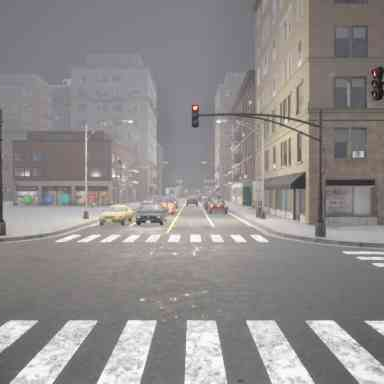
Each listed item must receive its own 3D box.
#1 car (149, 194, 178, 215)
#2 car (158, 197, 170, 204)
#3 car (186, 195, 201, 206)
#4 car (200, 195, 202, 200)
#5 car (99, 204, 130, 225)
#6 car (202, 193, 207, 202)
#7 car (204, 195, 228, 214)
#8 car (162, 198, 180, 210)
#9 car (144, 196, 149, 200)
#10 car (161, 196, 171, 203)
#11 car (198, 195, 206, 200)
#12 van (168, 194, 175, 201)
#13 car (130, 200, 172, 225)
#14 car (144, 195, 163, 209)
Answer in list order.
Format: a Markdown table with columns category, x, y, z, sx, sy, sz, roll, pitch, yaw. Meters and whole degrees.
| category | x | y | z | sx | sy | sz | roll | pitch | yaw |
| --- | --- | --- | --- | --- | --- | --- | --- | --- | --- |
| car | -2.823 | 1.354 | 33.831 | 2.097 | 1.767 | 4.553 | 0 | 0 | 0 |
| car | -5.333 | 1.587 | 63.706 | 1.802 | 1.307 | 4.206 | 0 | 0 | 0 |
| car | 0.047 | 1.509 | 54.009 | 1.837 | 1.490 | 4.892 | 0 | 0 | 0 |
| car | 2.682 | 1.530 | 52.544 | 1.752 | 1.417 | 4.829 | 0 | 0 | 0 |
| car | -5.368 | 1.526 | 23.902 | 1.752 | 1.417 | 4.829 | 0 | 0 | 0 |
| car | 2.672 | 1.318 | 41.050 | 2.192 | 1.841 | 5.009 | 0 | 0 | 0 |
| car | 2.667 | 1.442 | 35.388 | 1.967 | 1.590 | 4.097 | 0 | 0 | 0 |
| car | -2.803 | 1.551 | 44.941 | 2.033 | 1.411 | 5.357 | 0 | 0 | 0 |
| car | -5.353 | 1.553 | 41.058 | 2.008 | 1.369 | 4.403 | 0 | 0 | 0 |
| car | -5.328 | 1.532 | 69.197 | 1.752 | 1.417 | 4.829 | 0 | 0 | 0 |
| car | 2.717 | 1.577 | 92.008 | 1.947 | 1.339 | 4.313 | 0 | 0 | 0 |
| van | -5.313 | 1.351 | 86.353 | 1.690 | 1.788 | 3.998 | 0 | 0 | 0 |
| car | -2.828 | 1.549 | 24.183 | 2.033 | 1.411 | 5.357 | 0 | 0 | 0 |
| car | -5.348 | 1.318 | 46.720 | 2.192 | 1.841 | 5.009 | 0 | 0 | 0 |
